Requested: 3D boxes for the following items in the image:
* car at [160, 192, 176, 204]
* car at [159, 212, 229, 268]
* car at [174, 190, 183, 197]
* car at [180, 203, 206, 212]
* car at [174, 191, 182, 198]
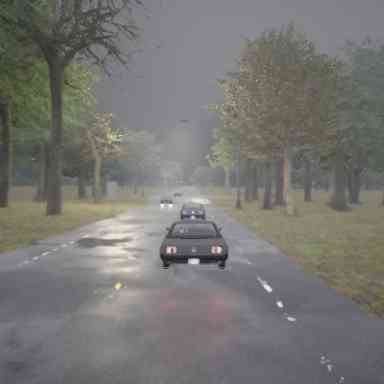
[{"bbox_3d":[-3.930,1.170,51.533,1.994,1.385,4.181,0,1,-4],"label":"car"},{"bbox_3d":[0.069,1.567,11.100,1.895,1.301,4.718,0,0,0],"label":"car"},{"bbox_3d":[-3.461,0.401,85.405,2.128,1.511,4.902,0,1,0],"label":"car"},{"bbox_3d":[0.075,1.487,26.036,1.895,1.301,4.718,0,0,0],"label":"car"},{"bbox_3d":[-3.326,0.471,77.874,1.882,1.535,5.008,0,1,-2],"label":"car"}]
